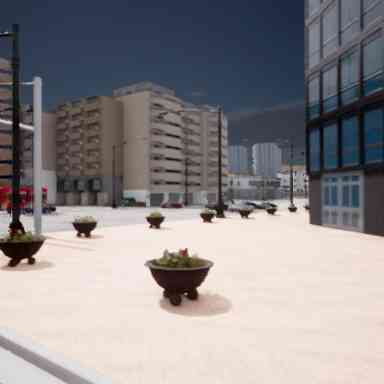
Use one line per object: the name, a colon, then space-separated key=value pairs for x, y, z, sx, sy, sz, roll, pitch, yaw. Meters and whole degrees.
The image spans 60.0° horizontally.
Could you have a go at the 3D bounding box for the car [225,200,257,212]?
car: x=7.142 y=2.225 z=47.736 sx=1.895 sy=1.301 sz=4.718 roll=0 pitch=-1 yaw=36

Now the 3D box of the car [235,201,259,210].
car: x=9.602 y=2.270 z=57.402 sx=2.128 sy=1.511 sz=4.902 roll=0 pitch=-1 yaw=35

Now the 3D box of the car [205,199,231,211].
car: x=3.730 y=2.130 z=48.984 sx=1.837 sy=1.490 sz=4.892 roll=0 pitch=-1 yaw=36

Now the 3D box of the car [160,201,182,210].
car: x=-3.518 y=2.272 z=57.054 sx=1.994 sy=1.385 sz=4.181 roll=0 pitch=-1 yaw=36

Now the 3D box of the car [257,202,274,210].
car: x=12.464 y=2.327 z=55.387 sx=1.994 sy=1.385 sz=4.181 roll=0 pitch=-1 yaw=35

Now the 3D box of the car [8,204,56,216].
car: x=-17.716 y=1.948 z=37.011 sx=1.895 sy=1.301 sz=4.718 roll=0 pitch=-1 yaw=35
